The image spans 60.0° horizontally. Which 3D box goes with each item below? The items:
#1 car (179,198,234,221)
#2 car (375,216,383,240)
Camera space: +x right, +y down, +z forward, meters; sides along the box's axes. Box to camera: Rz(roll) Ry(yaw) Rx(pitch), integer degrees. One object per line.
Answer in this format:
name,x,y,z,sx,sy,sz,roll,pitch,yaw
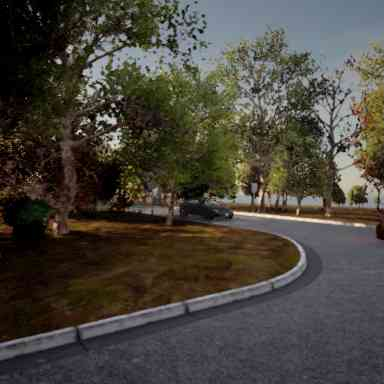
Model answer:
car,0.877,1.133,23.098,1.812,1.442,4.674,1,0,-36
car,9.129,1.390,11.473,1.882,1.535,5.008,0,2,-36
